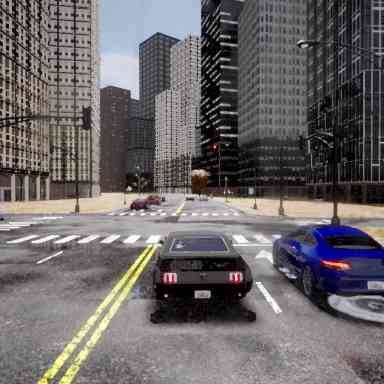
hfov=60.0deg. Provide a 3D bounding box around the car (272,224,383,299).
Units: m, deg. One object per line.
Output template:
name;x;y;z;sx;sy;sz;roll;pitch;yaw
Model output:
car;3.346;1.522;8.318;1.812;1.442;4.674;0;0;1

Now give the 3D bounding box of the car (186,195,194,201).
car;-0.503;1.467;80.504;1.895;1.301;4.718;0;0;-4

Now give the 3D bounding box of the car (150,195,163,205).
car;-6.562;1.285;56.663;2.097;1.767;4.553;0;0;0

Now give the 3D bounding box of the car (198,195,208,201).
car;2.746;1.394;80.620;1.812;1.442;4.674;0;0;-4

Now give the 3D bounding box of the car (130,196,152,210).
car;-6.572;1.527;41.925;1.994;1.385;4.181;0;0;0

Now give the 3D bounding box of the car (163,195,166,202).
car;-6.622;1.421;71.220;2.128;1.511;4.902;0;0;-1

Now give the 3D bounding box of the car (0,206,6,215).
car;-17.086;1.427;25.948;4.674;1.442;1.812;0;1;1

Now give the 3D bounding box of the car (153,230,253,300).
car;0.104;1.597;8.347;1.895;1.301;4.718;0;0;-3
